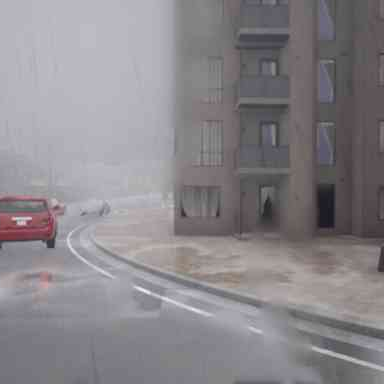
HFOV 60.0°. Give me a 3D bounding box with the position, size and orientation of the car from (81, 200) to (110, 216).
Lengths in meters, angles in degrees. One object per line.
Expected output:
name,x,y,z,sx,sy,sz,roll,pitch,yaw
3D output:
car,-9.004,1.433,31.261,1.812,1.442,4.674,0,0,-2

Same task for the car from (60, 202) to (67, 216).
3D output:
car,-12.352,1.253,28.445,2.097,1.767,4.553,0,0,-3

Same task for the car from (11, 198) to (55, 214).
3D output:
car,-16.232,1.424,34.290,2.033,1.411,5.357,0,0,-2

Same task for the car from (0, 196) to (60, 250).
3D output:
car,-6.978,1.171,14.259,2.150,2.045,5.566,0,0,-21
